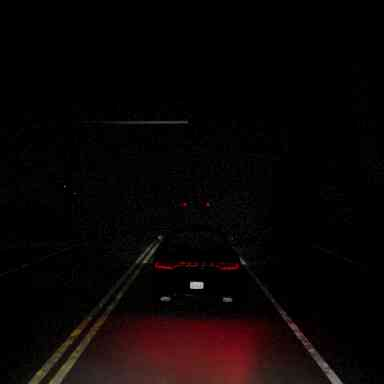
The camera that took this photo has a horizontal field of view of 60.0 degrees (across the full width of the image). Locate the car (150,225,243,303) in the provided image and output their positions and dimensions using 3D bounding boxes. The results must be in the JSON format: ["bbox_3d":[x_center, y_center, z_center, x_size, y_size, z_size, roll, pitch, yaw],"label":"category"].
[{"bbox_3d":[0.095,1.593,8.568,1.882,1.535,5.008,1,-1,0],"label":"car"}]
